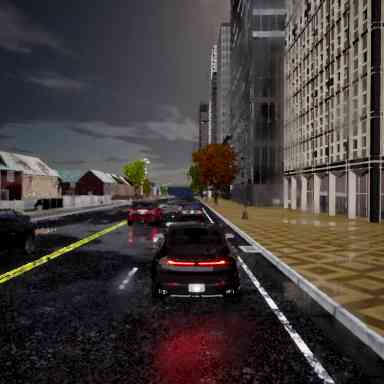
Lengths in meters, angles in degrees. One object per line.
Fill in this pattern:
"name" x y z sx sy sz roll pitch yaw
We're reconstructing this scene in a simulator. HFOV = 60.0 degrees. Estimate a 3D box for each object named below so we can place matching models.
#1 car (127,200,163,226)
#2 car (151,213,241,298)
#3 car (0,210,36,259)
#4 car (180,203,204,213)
"car" -3.242 1.368 23.863 2.097 1.767 4.553 0 0 0
"car" 0.070 1.506 8.494 1.837 1.490 4.892 0 0 0
"car" -6.652 1.527 10.522 1.812 1.442 4.674 0 0 0
"car" -0.006 1.568 27.071 2.033 1.411 5.357 0 0 0
